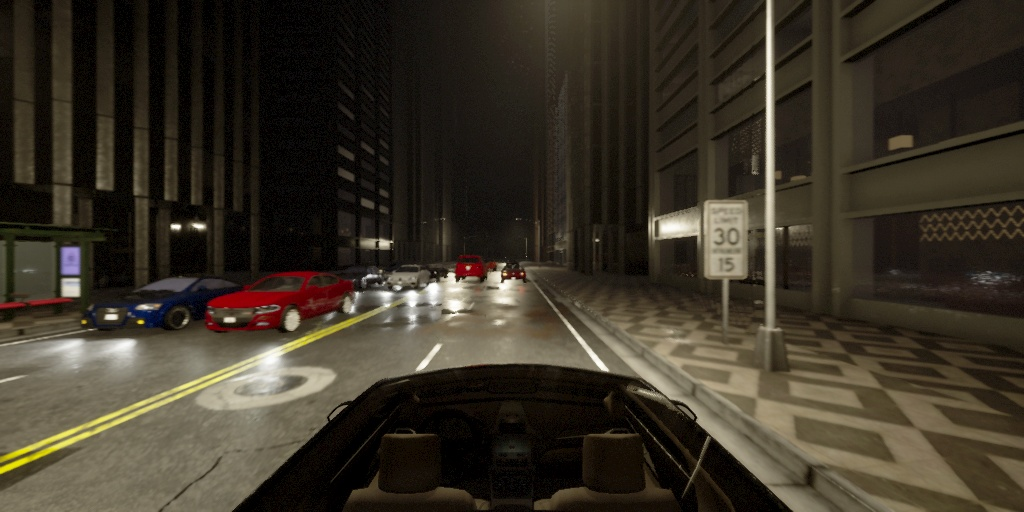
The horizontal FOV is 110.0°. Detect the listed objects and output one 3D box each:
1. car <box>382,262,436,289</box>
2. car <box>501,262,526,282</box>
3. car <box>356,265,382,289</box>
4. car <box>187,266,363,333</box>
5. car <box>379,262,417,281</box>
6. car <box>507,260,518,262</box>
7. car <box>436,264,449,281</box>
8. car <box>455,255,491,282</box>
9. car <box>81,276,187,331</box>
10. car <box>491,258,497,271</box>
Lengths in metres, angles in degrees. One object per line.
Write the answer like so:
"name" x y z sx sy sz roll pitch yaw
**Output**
"car" -6.493 1.285 23.105 1.812 1.442 4.674 0 0 0
"car" 0.109 1.344 28.271 1.895 1.301 4.718 0 0 0
"car" -9.743 1.312 23.111 2.033 1.411 5.357 0 0 0
"car" -6.592 1.224 10.871 1.882 1.535 5.008 0 0 0
"car" -9.780 1.270 31.116 1.812 1.442 4.674 0 0 1
"car" 0.095 1.253 48.632 1.837 1.490 4.892 0 0 0
"car" -6.547 1.344 29.566 1.895 1.301 4.718 0 0 1
"car" -3.146 0.966 28.558 2.150 2.045 5.566 0 0 0
"car" -9.836 1.309 10.813 1.994 1.385 4.181 0 0 1
"car" -3.154 1.099 49.196 2.097 1.767 4.553 0 0 0
